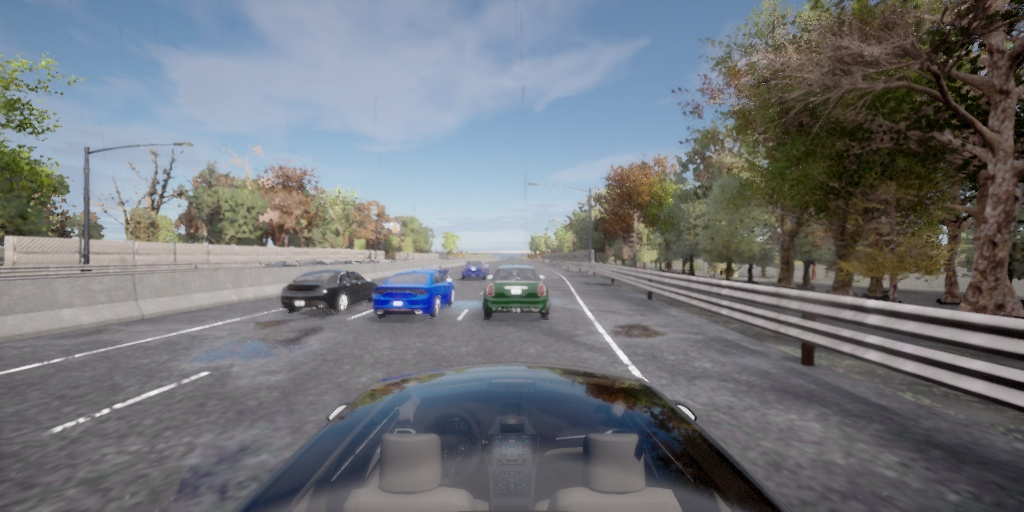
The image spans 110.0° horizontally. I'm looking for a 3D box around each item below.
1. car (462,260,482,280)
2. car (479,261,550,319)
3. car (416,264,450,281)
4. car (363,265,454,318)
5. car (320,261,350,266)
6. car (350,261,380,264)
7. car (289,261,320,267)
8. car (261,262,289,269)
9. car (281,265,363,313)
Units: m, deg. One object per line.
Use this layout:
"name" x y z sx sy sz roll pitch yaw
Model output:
"car" -3.219 1.162 32.482 2.097 1.767 4.553 0 0 0
"car" 0.150 1.121 13.072 2.097 1.767 4.553 0 0 1
"car" -6.726 1.406 31.209 1.895 1.301 4.718 0 0 0
"car" -3.348 1.246 13.087 1.882 1.535 5.008 0 0 1
"car" -20.829 1.337 43.565 1.837 1.490 4.892 0 0 1
"car" -17.330 1.338 43.596 1.837 1.490 4.892 0 0 1
"car" -24.328 1.336 43.564 1.837 1.490 4.892 0 0 1
"car" -27.762 1.391 42.614 1.994 1.385 4.181 0 0 0
"car" -6.840 1.275 14.023 1.837 1.490 4.892 0 0 1
